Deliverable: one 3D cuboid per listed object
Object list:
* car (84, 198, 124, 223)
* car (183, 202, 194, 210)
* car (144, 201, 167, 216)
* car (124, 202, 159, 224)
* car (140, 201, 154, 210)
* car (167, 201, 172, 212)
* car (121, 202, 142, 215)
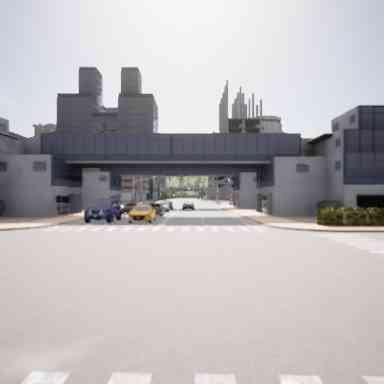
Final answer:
[{"bbox_3d":[-7.794,1.615,29.656,2.150,2.045,5.566,0,0,1],"label":"car"},{"bbox_3d":[-0.604,2.341,56.186,1.895,1.301,4.718,0,-1,0],"label":"car"},{"bbox_3d":[-4.282,2.021,38.836,1.837,1.490,4.892,0,-1,0],"label":"car"},{"bbox_3d":[-4.274,1.868,29.029,1.882,1.535,5.008,0,-1,0],"label":"car"},{"bbox_3d":[-7.768,2.288,58.017,1.812,1.442,4.674,0,-1,0],"label":"car"},{"bbox_3d":[-4.275,2.161,48.105,1.812,1.442,4.674,0,-1,0],"label":"car"},{"bbox_3d":[-7.776,2.093,42.922,1.812,1.442,4.674,0,-1,0],"label":"car"}]
